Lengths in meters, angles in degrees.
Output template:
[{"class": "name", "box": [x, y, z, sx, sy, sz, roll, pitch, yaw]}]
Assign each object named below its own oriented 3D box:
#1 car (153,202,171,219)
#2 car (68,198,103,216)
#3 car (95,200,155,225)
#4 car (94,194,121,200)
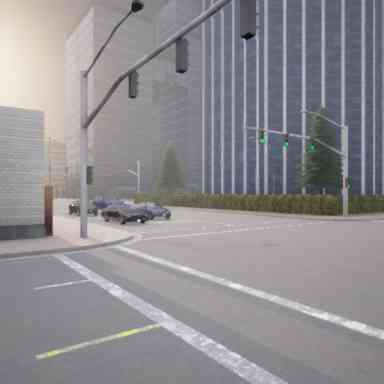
[{"class": "car", "box": [-3.644, 1.588, 29.099, 1.812, 1.442, 4.674, 0, 0, -36]}, {"class": "car", "box": [-10.910, 1.566, 33.192, 1.837, 1.490, 4.892, 0, 0, -36]}, {"class": "car", "box": [-5.237, 1.608, 25.285, 2.033, 1.411, 5.357, 0, 0, -36]}, {"class": "car", "box": [-9.309, 1.284, 36.969, 2.150, 2.045, 5.566, 0, 0, -36]}]
